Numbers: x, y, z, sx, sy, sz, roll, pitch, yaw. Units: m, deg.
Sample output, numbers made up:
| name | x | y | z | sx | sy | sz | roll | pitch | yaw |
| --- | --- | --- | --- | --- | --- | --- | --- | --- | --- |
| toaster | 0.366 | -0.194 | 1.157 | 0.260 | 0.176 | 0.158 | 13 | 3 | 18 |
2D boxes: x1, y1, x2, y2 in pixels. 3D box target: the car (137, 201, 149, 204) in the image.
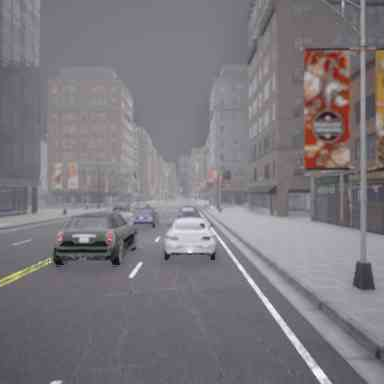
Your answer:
| name | x | y | z | sx | sy | sz | roll | pitch | yaw |
| --- | --- | --- | --- | --- | --- | --- | --- | --- | --- |
| car | -7.064 | 2.100 | 47.203 | 2.128 | 1.511 | 4.902 | 0 | -1 | 0 |

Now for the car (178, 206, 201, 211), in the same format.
| name | x | y | z | sx | sy | sz | roll | pitch | yaw |
| --- | --- | --- | --- | --- | --- | --- | --- | --- | --- |
| car | -0.245 | 1.887 | 28.221 | 1.812 | 1.442 | 4.674 | 0 | -1 | 0 |

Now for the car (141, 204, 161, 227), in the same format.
| name | x | y | z | sx | sy | sz | roll | pitch | yaw |
| --- | --- | --- | --- | --- | --- | --- | --- | --- | --- |
| car | -3.487 | 1.873 | 25.312 | 2.033 | 1.411 | 5.357 | 0 | -1 | 0 |

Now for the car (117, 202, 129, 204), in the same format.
| name | x | y | z | sx | sy | sz | roll | pitch | yaw |
| --- | --- | --- | --- | --- | --- | --- | --- | --- | --- |
| car | -10.314 | 2.183 | 49.297 | 2.033 | 1.411 | 5.357 | 0 | -1 | 0 |

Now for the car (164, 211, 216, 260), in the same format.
| name | x | y | z | sx | sy | sz | roll | pitch | yaw |
| --- | --- | --- | --- | --- | --- | --- | --- | --- | --- |
| car | -0.070 | 1.695 | 13.150 | 1.812 | 1.442 | 4.674 | 0 | 0 | 0 |

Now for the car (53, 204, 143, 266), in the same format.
| name | x | y | z | sx | sy | sz | roll | pitch | yaw |
| --- | --- | --- | --- | --- | --- | --- | --- | --- | --- |
| car | -3.317 | 1.511 | 12.330 | 2.097 | 1.767 | 4.553 | 0 | -1 | 0 |
